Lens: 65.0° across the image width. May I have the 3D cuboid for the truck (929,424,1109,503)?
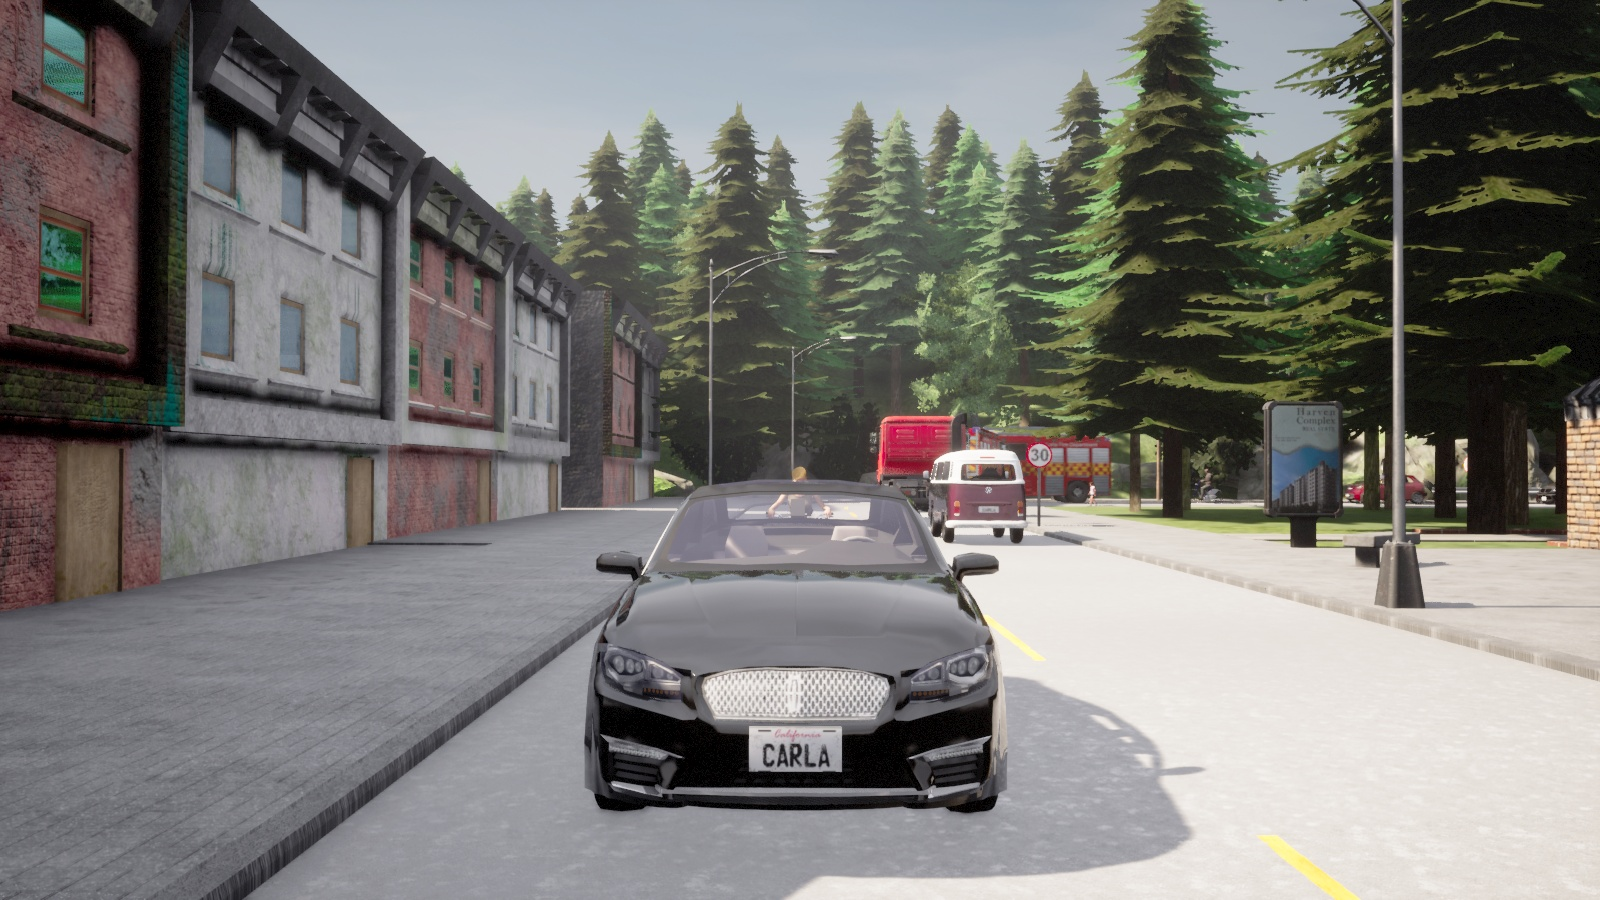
[{"bbox_3d":[10.950,0.665,63.266,8.468,3.827,2.891,0,0,-5],"label":"truck"}]

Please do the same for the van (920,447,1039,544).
[{"bbox_3d":[4.006,1.003,28.737,2.069,2.038,4.480,0,-1,0],"label":"van"}]

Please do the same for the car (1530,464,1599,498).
[{"bbox_3d":[39.862,1.562,63.444,4.611,1.667,2.242,0,-1,0],"label":"car"}]

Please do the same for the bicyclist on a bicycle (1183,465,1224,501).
[{"bbox_3d":[20.340,1.665,63.341,1.843,1.776,0.659,0,-1,0],"label":"bicyclist on a bicycle"}]

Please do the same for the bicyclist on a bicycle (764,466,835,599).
[{"bbox_3d":[0.005,1.020,16.030,0.866,1.612,1.509,0,-1,1],"label":"bicyclist on a bicycle"}]

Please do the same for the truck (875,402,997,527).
[{"bbox_3d":[4.011,0.466,38.741,2.891,3.462,7.936,0,-1,0],"label":"truck"}]

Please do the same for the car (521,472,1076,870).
[{"bbox_3d":[-0.007,0.893,7.279,2.128,1.511,4.902,0,-1,0],"label":"car"}]

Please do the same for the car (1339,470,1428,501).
[{"bbox_3d":[29.424,1.773,63.385,3.633,1.501,1.845,0,-1,0],"label":"car"}]

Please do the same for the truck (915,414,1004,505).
[{"bbox_3d":[7.430,0.558,57.428,2.891,3.827,8.468,-1,-2,15],"label":"truck"}]
